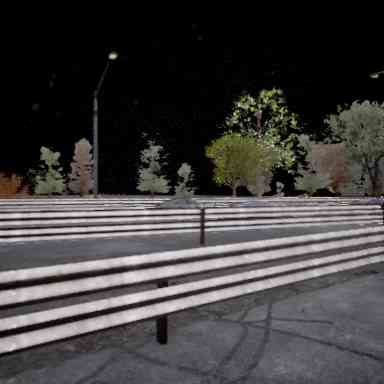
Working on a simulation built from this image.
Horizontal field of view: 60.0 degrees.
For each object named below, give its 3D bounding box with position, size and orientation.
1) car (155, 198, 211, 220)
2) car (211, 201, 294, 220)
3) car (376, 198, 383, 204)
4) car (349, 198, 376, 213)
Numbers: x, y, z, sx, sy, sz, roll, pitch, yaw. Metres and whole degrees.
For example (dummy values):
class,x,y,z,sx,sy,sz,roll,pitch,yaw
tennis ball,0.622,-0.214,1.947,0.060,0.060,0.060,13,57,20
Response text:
class,x,y,z,sx,sy,sz,roll,pitch,yaw
car,-0.443,1.234,25.089,4.892,1.490,1.837,0,0,-25
car,3.765,1.257,19.309,4.674,1.442,1.812,0,0,-24
car,19.941,0.993,30.300,5.566,2.045,2.150,0,0,-23
car,18.188,1.320,33.352,5.357,1.411,2.033,0,0,-23
